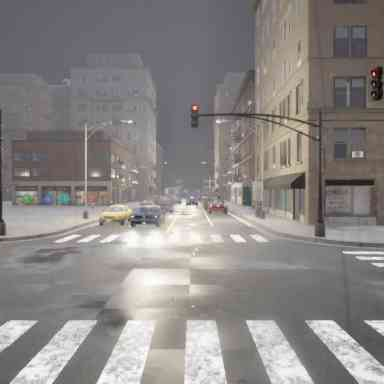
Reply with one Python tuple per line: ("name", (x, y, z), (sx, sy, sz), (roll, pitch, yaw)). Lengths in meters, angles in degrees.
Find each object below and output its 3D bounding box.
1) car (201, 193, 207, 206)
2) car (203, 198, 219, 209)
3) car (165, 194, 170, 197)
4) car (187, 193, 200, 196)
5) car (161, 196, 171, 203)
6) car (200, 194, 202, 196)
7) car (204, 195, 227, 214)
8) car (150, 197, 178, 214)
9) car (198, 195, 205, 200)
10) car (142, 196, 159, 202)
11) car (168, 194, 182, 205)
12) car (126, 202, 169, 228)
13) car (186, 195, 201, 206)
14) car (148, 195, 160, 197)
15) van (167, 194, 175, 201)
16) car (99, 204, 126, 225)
("car", (2.627, 1.317, 41.058), (2.192, 1.841, 5.009), (0, 0, 0))
("car", (2.625, 1.568, 46.720), (1.947, 1.339, 4.313), (0, 0, 0))
("car", (-5.404, 1.586, 63.704), (1.802, 1.307, 4.206), (0, 0, 0))
("car", (-0.017, 1.225, 64.189), (2.150, 2.045, 5.566), (0, 0, 0))
("car", (-5.406, 1.530, 69.196), (1.752, 1.417, 4.829), (0, 0, 0))
("car", (2.619, 1.555, 69.367), (2.008, 1.369, 4.403), (0, 0, 0))
("car", (2.628, 1.441, 35.396), (1.967, 1.590, 4.097), (0, 0, 0))
("car", (-2.858, 1.548, 35.444), (2.033, 1.411, 5.357), (0, 0, 0))
("car", (2.613, 1.575, 92.015), (1.947, 1.339, 4.313), (0, 0, 0))
("car", (-5.398, 1.553, 41.056), (2.008, 1.369, 4.403), (0, 0, 0))
("car", (-2.775, 1.529, 57.082), (1.812, 1.442, 4.674), (0, 0, 0))
("car", (-2.888, 1.601, 22.592), (1.895, 1.301, 4.718), (0, 0, 1))
("car", (-0.014, 1.604, 53.887), (1.895, 1.301, 4.718), (0, 0, 0))
("car", (-5.400, 1.317, 46.718), (2.192, 1.841, 5.009), (0, 0, 0))
("van", (-5.410, 1.349, 86.351), (1.690, 1.788, 3.998), (0, 0, 0))
("car", (-5.394, 1.526, 23.900), (1.752, 1.417, 4.829), (0, 0, 0))
